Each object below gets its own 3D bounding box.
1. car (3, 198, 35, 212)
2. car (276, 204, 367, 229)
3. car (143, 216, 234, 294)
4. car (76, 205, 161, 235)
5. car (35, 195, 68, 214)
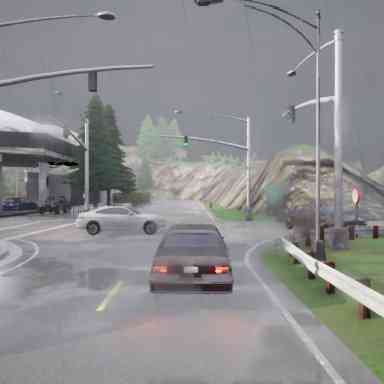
[{"bbox_3d":[-20.310,1.480,39.515,2.242,1.667,4.611,0,0,-1],"label":"car"},{"bbox_3d":[6.578,1.358,17.613,2.033,1.411,5.357,0,0,-19],"label":"car"},{"bbox_3d":[0.033,1.547,8.932,2.033,1.411,5.357,0,0,1],"label":"car"},{"bbox_3d":[-3.644,1.415,17.416,4.674,1.442,1.812,0,0,-1],"label":"car"},{"bbox_3d":[-14.595,1.313,35.248,1.905,1.878,3.866,0,0,-1],"label":"car"}]
